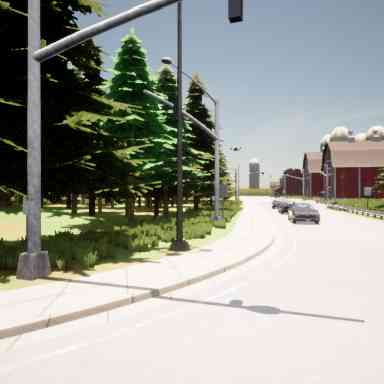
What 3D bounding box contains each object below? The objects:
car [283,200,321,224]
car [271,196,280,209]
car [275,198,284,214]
[{"bbox_3d":[8.389,1.547,25.308,2.033,1.411,5.357,0,0,10],"label":"car"},{"bbox_3d":[11.786,1.564,44.727,1.994,1.385,4.181,0,0,9],"label":"car"},{"bbox_3d":[10.116,1.601,34.804,1.895,1.301,4.718,0,0,10],"label":"car"}]
